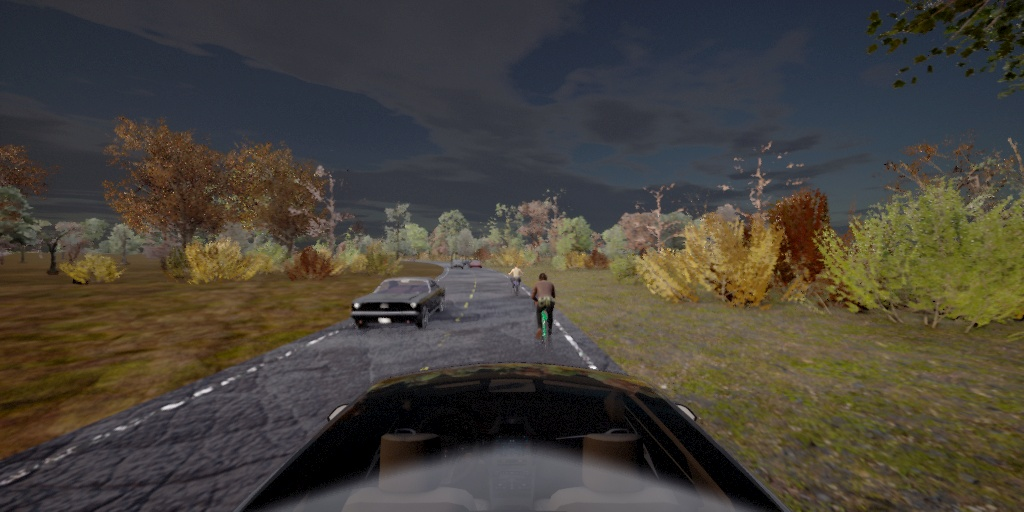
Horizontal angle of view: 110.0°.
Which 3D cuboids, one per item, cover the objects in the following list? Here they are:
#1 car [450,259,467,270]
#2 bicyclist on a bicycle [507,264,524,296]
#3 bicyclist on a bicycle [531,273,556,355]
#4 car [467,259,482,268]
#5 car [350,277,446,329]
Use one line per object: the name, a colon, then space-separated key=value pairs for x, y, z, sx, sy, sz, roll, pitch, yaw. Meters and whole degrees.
car: x=-8.208 y=1.251 z=53.815 sx=1.837 sy=1.490 sz=4.892 roll=0 pitch=0 yaw=-11
bicyclist on a bicycle: x=0.205 y=1.186 z=18.240 sx=0.866 sy=1.612 sz=1.509 roll=0 pitch=0 yaw=-3
bicyclist on a bicycle: x=0.699 y=1.203 z=7.801 sx=0.582 sy=1.620 sz=1.656 roll=0 pitch=0 yaw=-1
car: x=-6.243 y=1.308 z=60.105 sx=1.994 sy=1.385 sz=4.181 roll=0 pitch=0 yaw=-12
car: x=-3.350 y=1.351 z=11.388 sx=1.895 sy=1.301 sz=4.718 roll=0 pitch=0 yaw=-2
